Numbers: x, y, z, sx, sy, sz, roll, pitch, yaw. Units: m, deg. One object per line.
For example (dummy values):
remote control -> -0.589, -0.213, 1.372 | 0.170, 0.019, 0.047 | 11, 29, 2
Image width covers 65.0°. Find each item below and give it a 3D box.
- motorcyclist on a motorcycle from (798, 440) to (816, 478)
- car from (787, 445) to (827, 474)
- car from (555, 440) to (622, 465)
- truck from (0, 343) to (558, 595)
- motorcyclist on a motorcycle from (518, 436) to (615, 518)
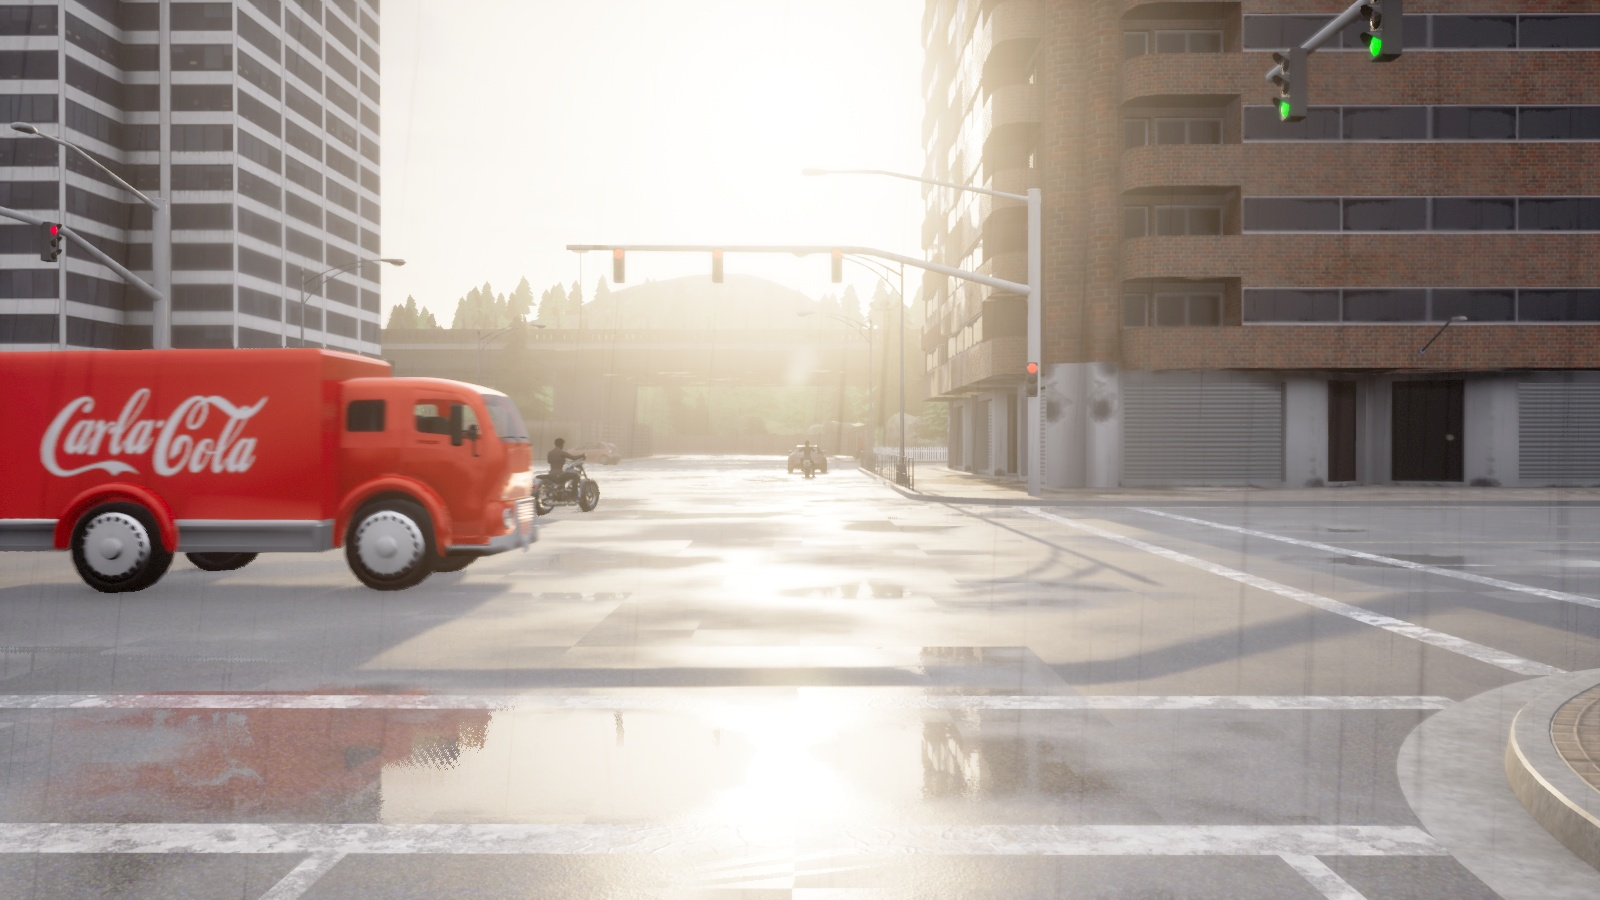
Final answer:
motorcyclist on a motorcycle -> 0.320, 0.386, 55.093 | 0.766, 1.649, 2.350 | 0, 0, 1
car -> 0.367, 0.450, 63.841 | 1.994, 1.385, 4.181 | 0, 0, 0
car -> -14.115, 0.145, 83.855 | 3.988, 1.617, 1.851 | 1, 0, 15
truck -> -5.485, 0.178, 13.624 | 5.204, 2.467, 2.627 | 0, 0, 1
motorcyclist on a motorcycle -> -4.903, 0.543, 26.586 | 0.766, 1.649, 2.350 | -1, 0, 25
